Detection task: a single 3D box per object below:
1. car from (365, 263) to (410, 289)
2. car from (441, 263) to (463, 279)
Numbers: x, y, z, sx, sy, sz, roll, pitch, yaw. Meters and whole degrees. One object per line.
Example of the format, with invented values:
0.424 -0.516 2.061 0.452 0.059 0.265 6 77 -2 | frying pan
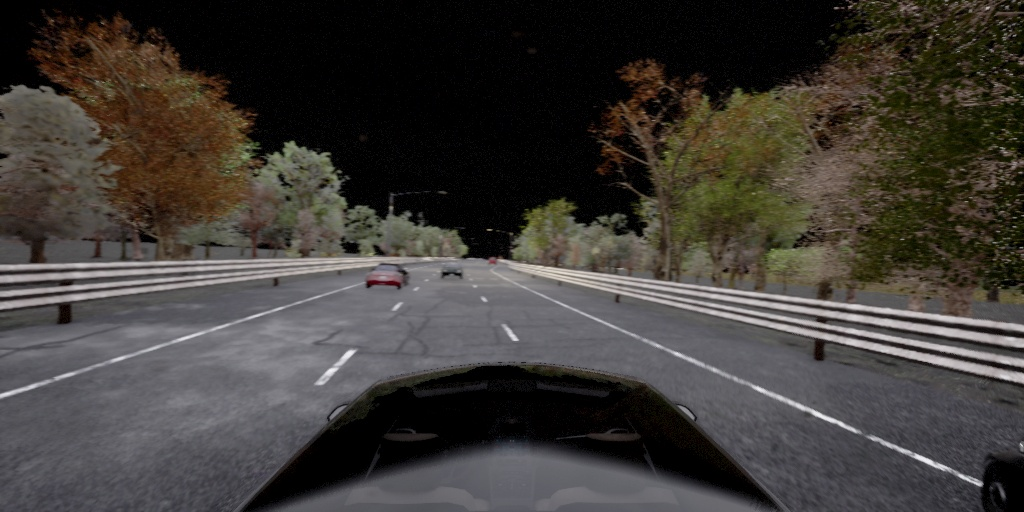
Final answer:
-7.143 1.106 20.962 1.994 1.385 4.181 3 0 -9 | car
-5.412 1.320 32.670 1.895 1.301 4.718 3 0 -8 | car
